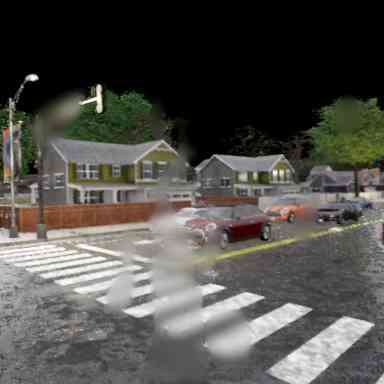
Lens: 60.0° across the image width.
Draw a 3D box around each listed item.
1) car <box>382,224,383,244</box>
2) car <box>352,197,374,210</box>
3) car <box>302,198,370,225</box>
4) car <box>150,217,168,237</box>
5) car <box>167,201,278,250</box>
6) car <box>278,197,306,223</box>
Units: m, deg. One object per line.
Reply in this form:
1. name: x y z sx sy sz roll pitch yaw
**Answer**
1. car: 8.811 1.309 12.466 5.008 1.535 1.882 -1 0 -43
2. car: 17.319 1.216 34.609 4.674 1.442 1.812 -1 0 -44
3. car: 10.002 1.370 22.862 5.357 1.411 2.033 -1 0 -45
4. car: -0.043 1.541 17.524 4.674 1.442 1.812 -1 0 -44
5. car: 1.459 1.332 14.408 2.097 1.767 4.553 -1 0 44
6. car: 7.161 1.233 24.619 4.553 1.767 2.097 -1 0 -45
